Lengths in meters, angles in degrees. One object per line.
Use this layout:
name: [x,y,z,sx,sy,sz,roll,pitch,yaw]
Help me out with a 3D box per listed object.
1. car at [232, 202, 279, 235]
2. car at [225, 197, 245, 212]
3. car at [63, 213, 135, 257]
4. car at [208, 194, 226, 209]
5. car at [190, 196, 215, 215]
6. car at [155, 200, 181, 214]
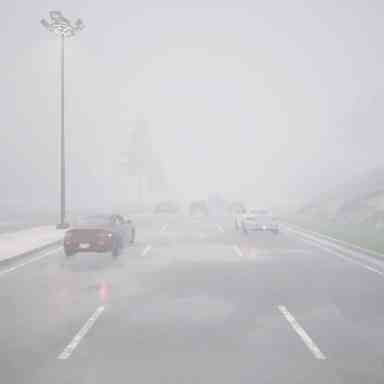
car: [3.600,1.526,18.855,1.812,1.442,4.674,0,0,0]
car: [5.374,1.526,38.494,1.812,1.442,4.674,0,0,14]
car: [-3.403,1.526,12.814,1.812,1.442,4.674,0,0,0]
car: [3.414,1.221,44.493,2.150,2.045,5.566,0,0,16]
car: [0.929,1.505,34.317,1.837,1.490,4.892,0,0,9]
car: [-2.484,1.563,35.271,1.994,1.385,4.181,0,0,10]
